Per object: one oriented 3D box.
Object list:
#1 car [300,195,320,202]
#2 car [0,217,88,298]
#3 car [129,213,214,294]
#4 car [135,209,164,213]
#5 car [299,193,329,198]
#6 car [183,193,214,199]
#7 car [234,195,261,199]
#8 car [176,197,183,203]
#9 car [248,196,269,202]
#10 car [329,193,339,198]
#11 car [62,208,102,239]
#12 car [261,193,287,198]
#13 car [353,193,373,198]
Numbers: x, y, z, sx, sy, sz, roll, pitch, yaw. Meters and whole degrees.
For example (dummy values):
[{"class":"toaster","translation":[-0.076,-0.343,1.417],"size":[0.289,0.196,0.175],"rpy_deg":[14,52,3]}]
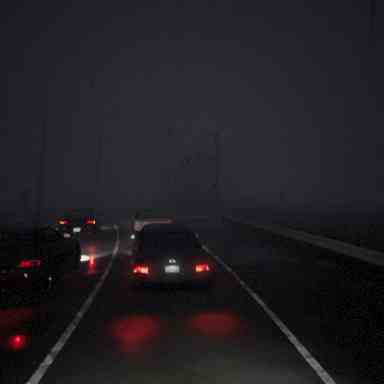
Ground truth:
[{"class":"car","translation":[28.743,1.559,80.951],"size":[4.902,1.511,2.128],"rpy_deg":[0,0,-30]},{"class":"car","translation":[-4.211,1.568,8.535],"size":[1.994,1.385,4.181],"rpy_deg":[0,0,-6]},{"class":"car","translation":[-0.696,1.551,8.978],"size":[2.033,1.411,5.357],"rpy_deg":[0,0,-7]},{"class":"car","translation":[-2.377,1.609,18.479],"size":[1.895,1.301,4.718],"rpy_deg":[0,0,-12]},{"class":"car","translation":[24.141,1.253,67.190],"size":[5.566,2.045,2.150],"rpy_deg":[0,0,-20]},{"class":"car","translation":[1.771,1.250,66.573],"size":[5.566,2.045,2.150],"rpy_deg":[0,0,-19]},{"class":"car","translation":[9.783,1.379,62.035],"size":[4.553,1.767,2.097],"rpy_deg":[0,0,-20]},{"class":"car","translation":[-0.979,1.385,69.248],"size":[4.553,1.767,2.097],"rpy_deg":[0,0,-20]},{"class":"car","translation":[15.005,1.585,75.004],"size":[4.181,1.385,1.994],"rpy_deg":[0,0,-20]},{"class":"car","translation":[32.673,1.258,79.269],"size":[5.566,2.045,2.150],"rpy_deg":[0,0,-30]},{"class":"car","translation":[-5.690,1.534,17.145],"size":[1.812,1.442,4.674],"rpy_deg":[0,0,-13]},{"class":"car","translation":[18.082,1.256,72.392],"size":[5.566,2.045,2.150],"rpy_deg":[0,0,-20]},{"class":"car","translation":[38.325,1.256,74.582],"size":[5.566,2.045,2.150],"rpy_deg":[0,0,-34]}]
